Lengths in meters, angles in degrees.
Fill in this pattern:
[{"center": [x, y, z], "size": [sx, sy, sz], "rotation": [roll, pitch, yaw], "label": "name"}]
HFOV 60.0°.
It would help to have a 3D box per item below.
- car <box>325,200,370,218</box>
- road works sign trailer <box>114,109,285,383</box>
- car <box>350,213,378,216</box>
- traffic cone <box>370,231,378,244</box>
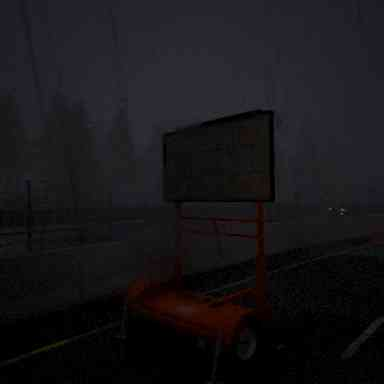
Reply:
[{"center": [17.051, 1.843, 36.396], "size": [4.553, 1.767, 2.097], "rotation": [0, -1, -29], "label": "car"}, {"center": [0.495, 0.571, 5.702], "size": [2.880, 3.560, 2.380], "rotation": [0, -1, -45], "label": "road works sign trailer"}, {"center": [18.137, 1.966, 33.077], "size": [5.357, 1.411, 2.033], "rotation": [0, -1, -30], "label": "car"}, {"center": [8.681, 2.161, 15.898], "size": [0.340, 0.580, 0.340], "rotation": [0, -1, -45], "label": "traffic cone"}]
